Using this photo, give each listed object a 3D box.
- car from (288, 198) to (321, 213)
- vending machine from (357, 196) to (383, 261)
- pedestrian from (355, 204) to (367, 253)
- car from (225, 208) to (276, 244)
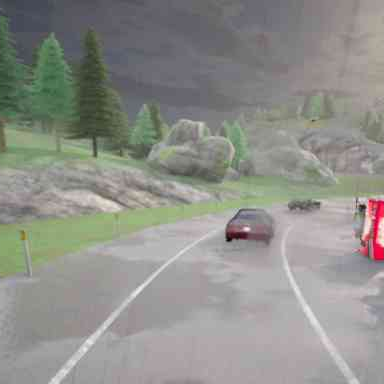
[{"bbox_3d":[10.799,1.182,31.616,1.895,1.301,4.718,4,4,35],"label":"car"},{"bbox_3d":[6.699,1.276,11.804,1.100,2.100,0.880,6,7,14],"label":"vending machine"},{"bbox_3d":[6.501,1.354,12.634,0.375,1.860,0.375,-3,5,16],"label":"pedestrian"},{"bbox_3d":[2.815,1.459,15.513,1.994,1.385,4.181,2,1,16],"label":"car"}]
